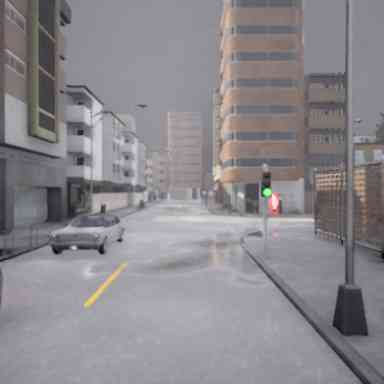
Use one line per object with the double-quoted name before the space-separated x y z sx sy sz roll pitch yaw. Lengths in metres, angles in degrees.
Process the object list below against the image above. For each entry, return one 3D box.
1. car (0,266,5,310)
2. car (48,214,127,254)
"car" -4.078 1.501 3.658 1.837 1.490 4.892 0 0 0
"car" -3.993 1.581 13.485 1.895 1.301 4.718 0 0 0
